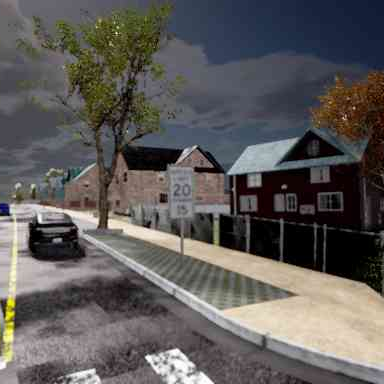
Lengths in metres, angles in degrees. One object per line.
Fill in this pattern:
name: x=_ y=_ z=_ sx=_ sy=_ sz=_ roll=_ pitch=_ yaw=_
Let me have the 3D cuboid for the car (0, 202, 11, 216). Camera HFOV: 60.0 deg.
car: x=-22.564 y=1.991 z=39.345 sx=1.882 sy=1.535 sz=5.008 roll=0 pitch=-1 yaw=-29

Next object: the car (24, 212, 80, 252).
car: x=-6.289 y=1.647 z=14.850 sx=2.128 sy=1.511 sz=4.902 roll=0 pitch=-1 yaw=-28
